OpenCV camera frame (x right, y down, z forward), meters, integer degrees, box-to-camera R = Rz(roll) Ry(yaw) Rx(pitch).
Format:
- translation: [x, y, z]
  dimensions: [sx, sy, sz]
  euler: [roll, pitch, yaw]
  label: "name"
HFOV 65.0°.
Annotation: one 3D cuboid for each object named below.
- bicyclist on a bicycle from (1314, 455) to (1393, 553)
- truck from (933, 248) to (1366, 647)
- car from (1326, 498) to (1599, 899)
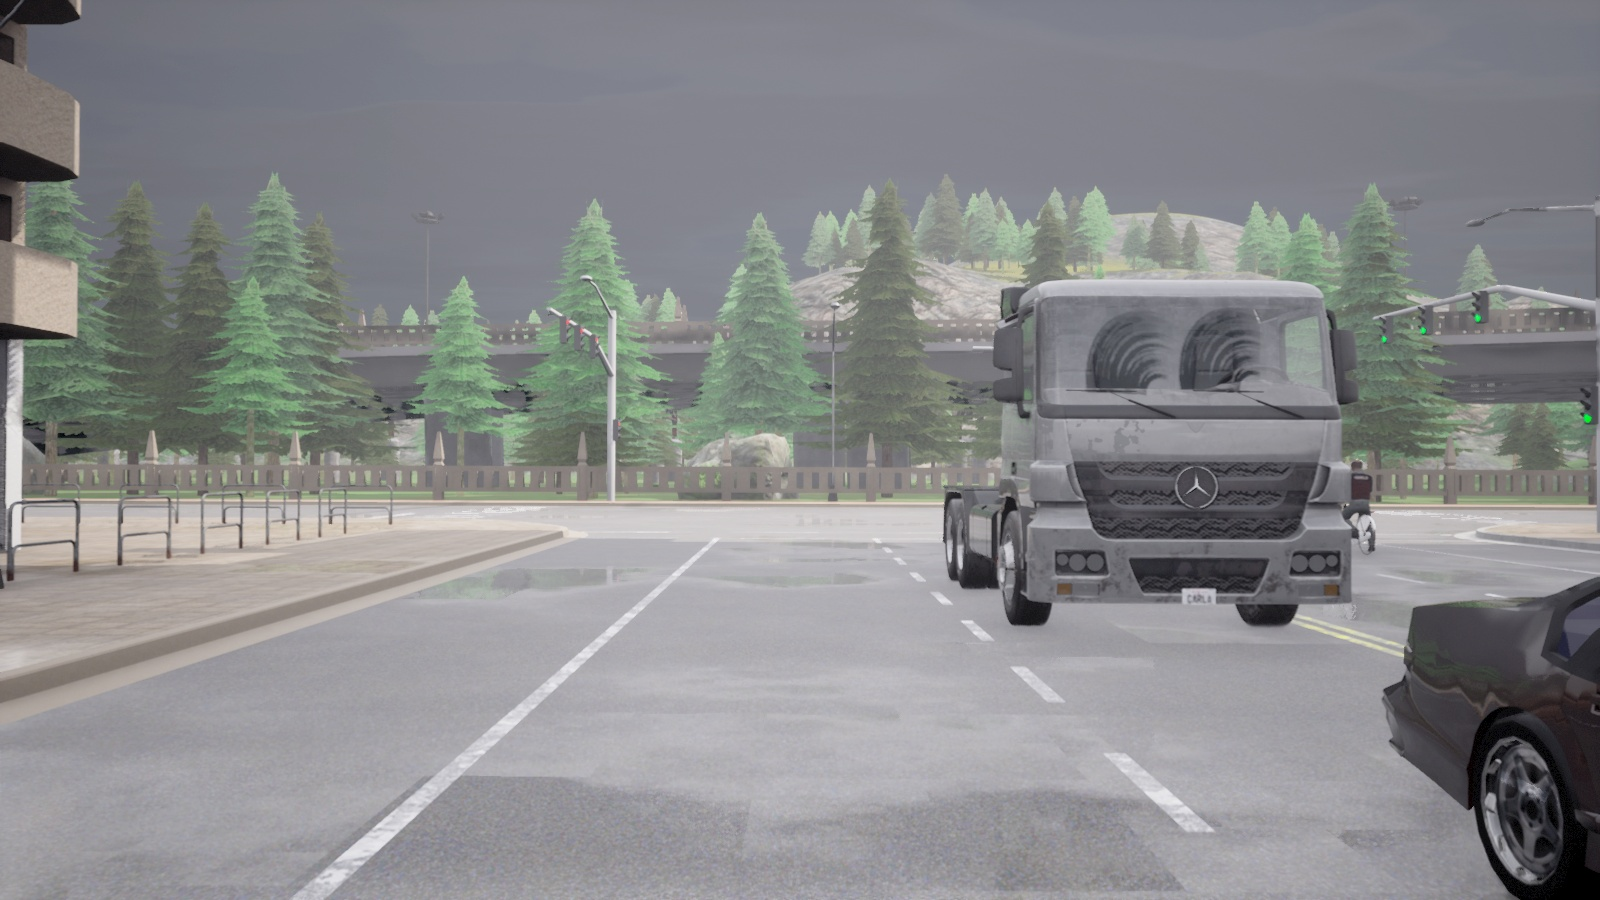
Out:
- translation: [10.441, 0.986, 23.741]
  dimensions: [0.659, 1.776, 1.843]
  euler: [0, -1, 0]
  label: "bicyclist on a bicycle"
- translation: [3.460, 0.032, 14.907]
  dimensions: [2.891, 3.462, 7.936]
  euler: [0, -1, 0]
  label: "truck"
- translation: [3.492, 0.891, 3.200]
  dimensions: [2.033, 1.411, 5.357]
  euler: [0, -1, 0]
  label: "car"
